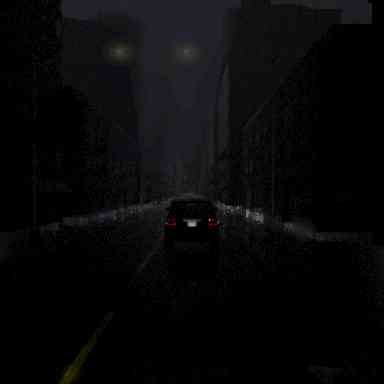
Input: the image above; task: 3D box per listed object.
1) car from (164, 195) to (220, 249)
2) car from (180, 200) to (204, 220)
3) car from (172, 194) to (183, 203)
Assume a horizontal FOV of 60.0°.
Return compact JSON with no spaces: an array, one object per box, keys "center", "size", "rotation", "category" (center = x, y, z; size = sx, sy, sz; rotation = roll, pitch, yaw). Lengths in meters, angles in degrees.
[{"center":[0.000,1.261,14.680],"size":[2.150,2.045,5.566],"rotation":[0,0,0],"category":"car"},{"center":[0.000,1.496,29.651],"size":[1.882,1.535,5.008],"rotation":[0,0,0],"category":"car"},{"center":[-2.999,1.343,68.747],"size":[2.097,1.767,4.553],"rotation":[0,0,0],"category":"car"}]
